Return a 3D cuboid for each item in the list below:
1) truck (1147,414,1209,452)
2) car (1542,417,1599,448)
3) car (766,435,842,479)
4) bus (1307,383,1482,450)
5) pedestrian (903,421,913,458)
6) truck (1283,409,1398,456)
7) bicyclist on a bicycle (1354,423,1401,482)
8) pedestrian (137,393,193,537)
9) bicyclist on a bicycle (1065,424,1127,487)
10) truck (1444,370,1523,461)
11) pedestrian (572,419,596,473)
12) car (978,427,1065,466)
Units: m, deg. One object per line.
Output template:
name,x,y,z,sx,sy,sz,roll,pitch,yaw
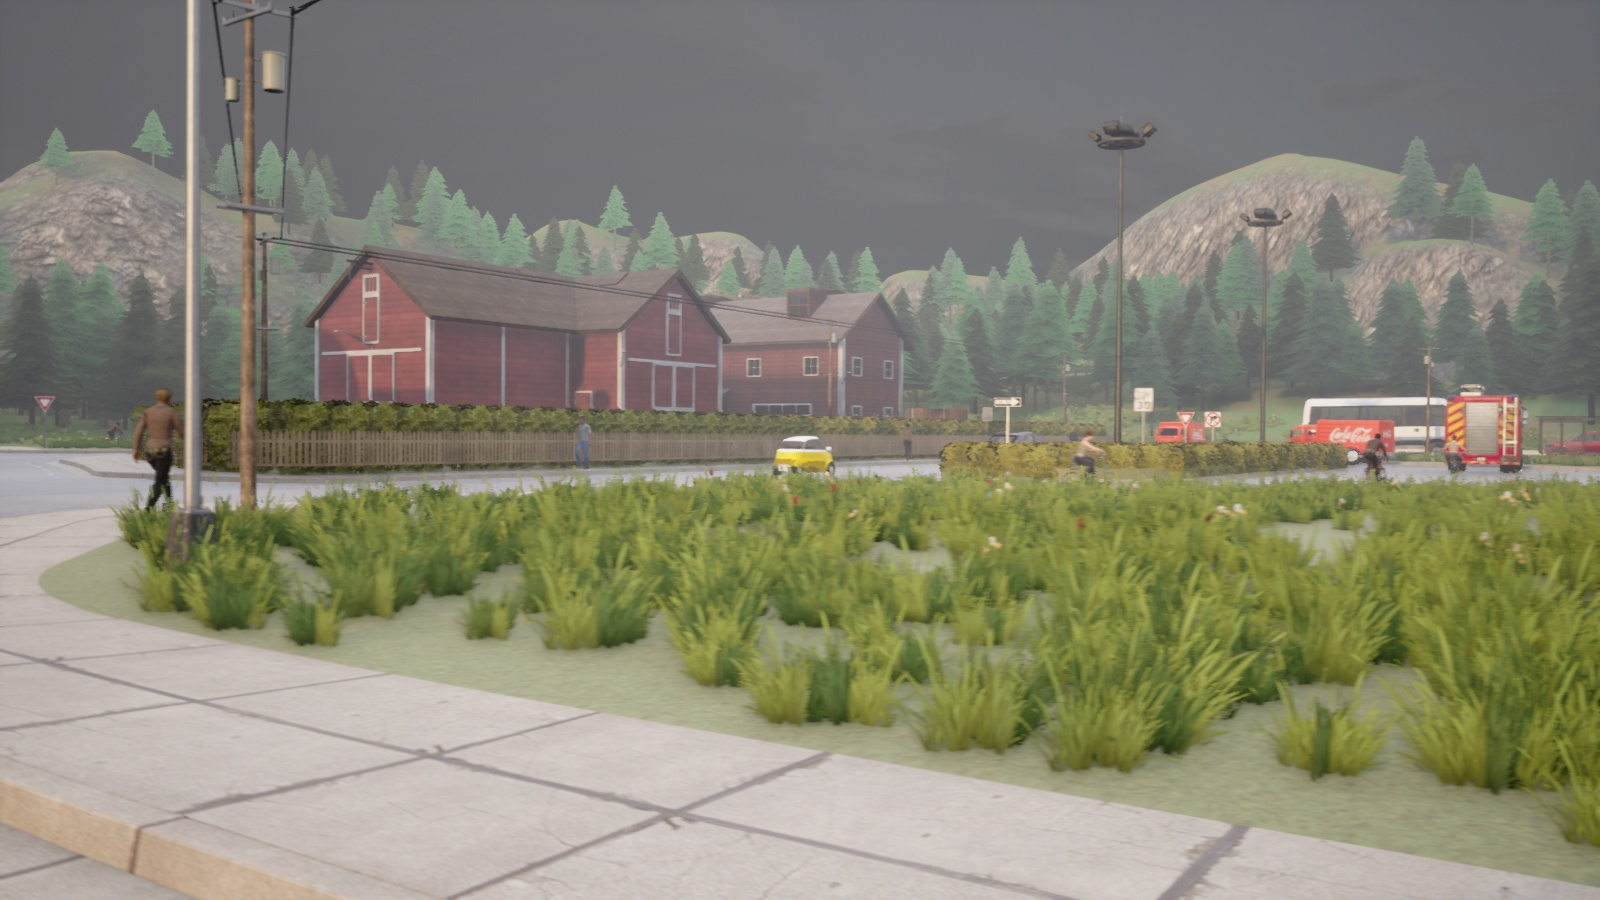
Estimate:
truck,26.113,-1.175,86.623,2.627,2.467,5.204,0,1,34
car,51.797,-1.141,82.128,5.566,2.045,2.150,0,1,34
car,0.147,0.221,41.286,1.481,1.376,2.207,0,1,34
bus,40.407,-2.180,85.554,10.273,4.253,3.944,-1,1,34
pedestrian,5.313,-0.504,61.652,0.328,1.805,0.869,0,1,14
truck,29.723,-0.965,69.175,2.627,2.467,5.204,-1,1,-43
bicyclist on a bicycle,16.122,0.060,35.035,1.656,1.620,0.582,-1,0,-42
pedestrian,-8.281,0.188,16.382,0.331,1.846,0.634,0,1,6
bicyclist on a bicycle,7.664,0.154,32.571,1.509,1.612,0.866,0,0,8
truck,31.270,-1.499,57.264,2.891,3.827,8.468,0,1,30
pedestrian,-7.409,-0.135,43.083,0.354,1.836,0.706,0,1,38
car,9.905,-0.193,55.950,2.033,1.649,4.856,0,1,34
